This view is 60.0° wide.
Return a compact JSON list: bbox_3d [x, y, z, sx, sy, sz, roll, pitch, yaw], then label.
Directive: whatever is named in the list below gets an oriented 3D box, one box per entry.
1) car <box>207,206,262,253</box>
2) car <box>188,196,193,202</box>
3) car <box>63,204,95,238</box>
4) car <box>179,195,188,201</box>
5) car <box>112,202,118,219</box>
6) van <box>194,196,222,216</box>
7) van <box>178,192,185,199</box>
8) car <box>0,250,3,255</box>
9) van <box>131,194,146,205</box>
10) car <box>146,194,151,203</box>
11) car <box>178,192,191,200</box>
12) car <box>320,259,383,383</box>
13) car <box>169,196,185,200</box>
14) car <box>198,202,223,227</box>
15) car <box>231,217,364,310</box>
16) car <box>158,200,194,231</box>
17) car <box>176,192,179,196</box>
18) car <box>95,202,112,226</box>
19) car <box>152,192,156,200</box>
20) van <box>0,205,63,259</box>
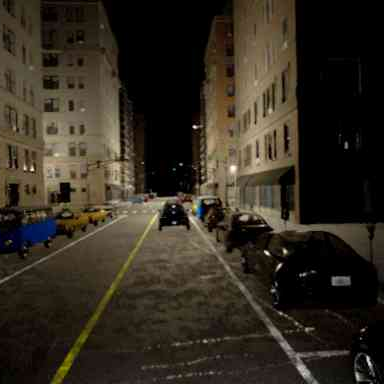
[{"bbox_3d":[1.954,1.463,13.179,2.008,1.369,4.403,-1,0,-4],"label":"car"},{"bbox_3d":[0.864,1.389,30.324,1.752,1.417,4.829,-1,0,-4],"label":"car"},{"bbox_3d":[-6.900,1.609,18.113,1.752,1.417,4.829,-1,0,-4],"label":"car"},{"bbox_3d":[-1.913,1.285,74.016,1.947,1.339,4.313,-1,0,-4],"label":"car"},{"bbox_3d":[-7.630,1.600,29.596,2.008,1.369,4.403,-1,0,-4],"label":"car"},{"bbox_3d":[1.231,1.223,24.496,1.690,1.788,3.998,-1,0,-4],"label":"van"},{"bbox_3d":[-2.981,0.984,90.737,1.690,1.788,3.998,-1,0,-4],"label":"van"},{"bbox_3d":[-6.192,1.660,6.968,2.008,1.369,4.403,-1,0,-4],"label":"car"},{"bbox_3d":[-9.360,1.306,56.736,1.690,1.788,3.998,-1,0,-4],"label":"van"},{"bbox_3d":[-10.070,1.241,67.886,2.192,1.841,5.009,-1,0,-4],"label":"car"},{"bbox_3d":[-0.853,1.219,57.295,1.967,1.590,4.097,-1,0,-4],"label":"car"},{"bbox_3d":[2.674,1.501,1.865,1.947,1.339,4.313,-1,0,-4],"label":"car"},{"bbox_3d":[-2.061,1.467,35.551,1.994,1.385,4.181,-1,0,-3],"label":"car"},{"bbox_3d":[1.596,1.480,18.838,1.802,1.307,4.206,-1,0,-4],"label":"car"},{"bbox_3d":[2.314,1.490,7.522,1.947,1.339,4.313,-1,0,-4],"label":"car"},{"bbox_3d":[-1.098,1.476,20.430,1.812,1.442,4.674,-1,0,-3],"label":"car"},{"bbox_3d":[-1.564,1.055,68.442,2.192,1.841,5.009,-1,0,-4],"label":"car"},{"bbox_3d":[-7.260,1.593,23.771,1.752,1.417,4.829,-1,0,-4],"label":"car"},{"bbox_3d":[-11.483,1.373,90.187,1.887,1.381,4.507,-1,0,-4],"label":"car"},{"bbox_3d":[-6.556,1.439,12.625,1.690,1.788,3.998,-1,0,-4],"label":"van"}]
